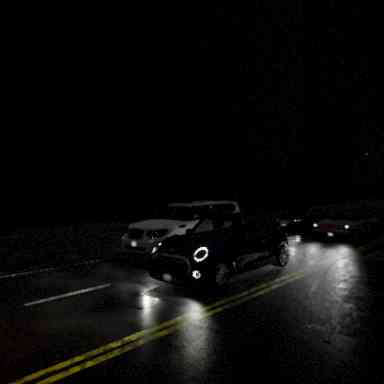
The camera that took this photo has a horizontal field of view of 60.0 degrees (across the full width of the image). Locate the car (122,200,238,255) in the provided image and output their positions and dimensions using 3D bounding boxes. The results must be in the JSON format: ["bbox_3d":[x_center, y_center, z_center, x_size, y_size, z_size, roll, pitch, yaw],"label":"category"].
[{"bbox_3d":[-0.071,1.388,13.305,2.150,2.045,5.566,-2,-1,44],"label":"car"}]

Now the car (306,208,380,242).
[{"bbox_3d":[7.867,1.619,16.854,1.895,1.301,4.718,-2,-1,44],"label":"car"}]

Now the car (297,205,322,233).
[{"bbox_3d":[6.922,1.575,20.553,2.128,1.511,4.902,-2,-1,44],"label":"car"}]

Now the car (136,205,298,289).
[{"bbox_3d":[0.939,1.452,9.662,2.097,1.767,4.553,-2,-1,44],"label":"car"}]
